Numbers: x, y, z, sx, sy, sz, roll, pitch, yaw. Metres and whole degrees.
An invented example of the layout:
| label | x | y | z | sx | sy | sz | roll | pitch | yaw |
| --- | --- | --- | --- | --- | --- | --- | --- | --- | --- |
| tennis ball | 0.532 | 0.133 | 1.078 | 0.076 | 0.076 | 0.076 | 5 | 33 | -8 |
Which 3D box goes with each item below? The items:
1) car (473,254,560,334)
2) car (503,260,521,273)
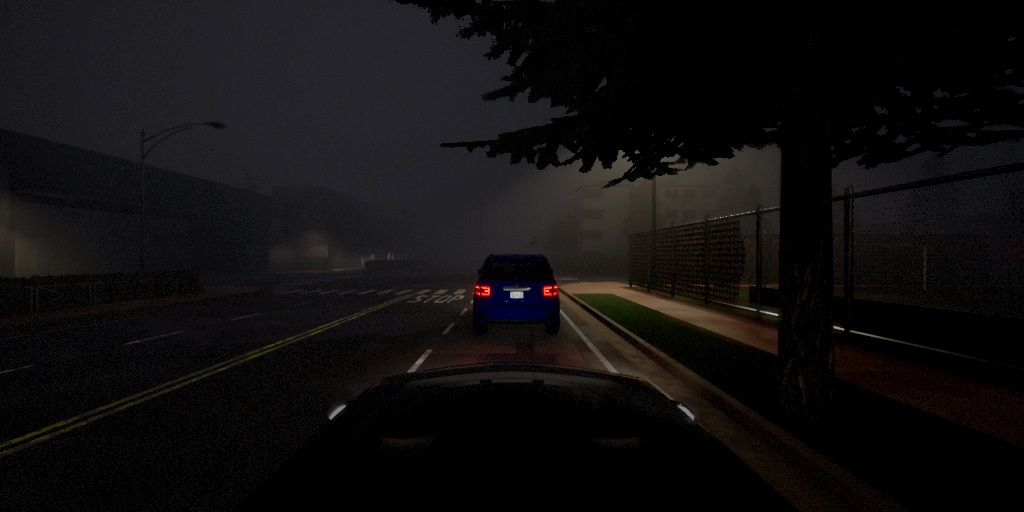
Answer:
| label | x | y | z | sx | sy | sz | roll | pitch | yaw |
| --- | --- | --- | --- | --- | --- | --- | --- | --- | --- |
| car | 0.113 | 0.972 | 10.780 | 2.150 | 2.045 | 5.566 | 0 | 0 | 0 |
| car | 0.015 | 1.241 | 45.649 | 2.128 | 1.511 | 4.902 | 0 | 0 | 0 |
